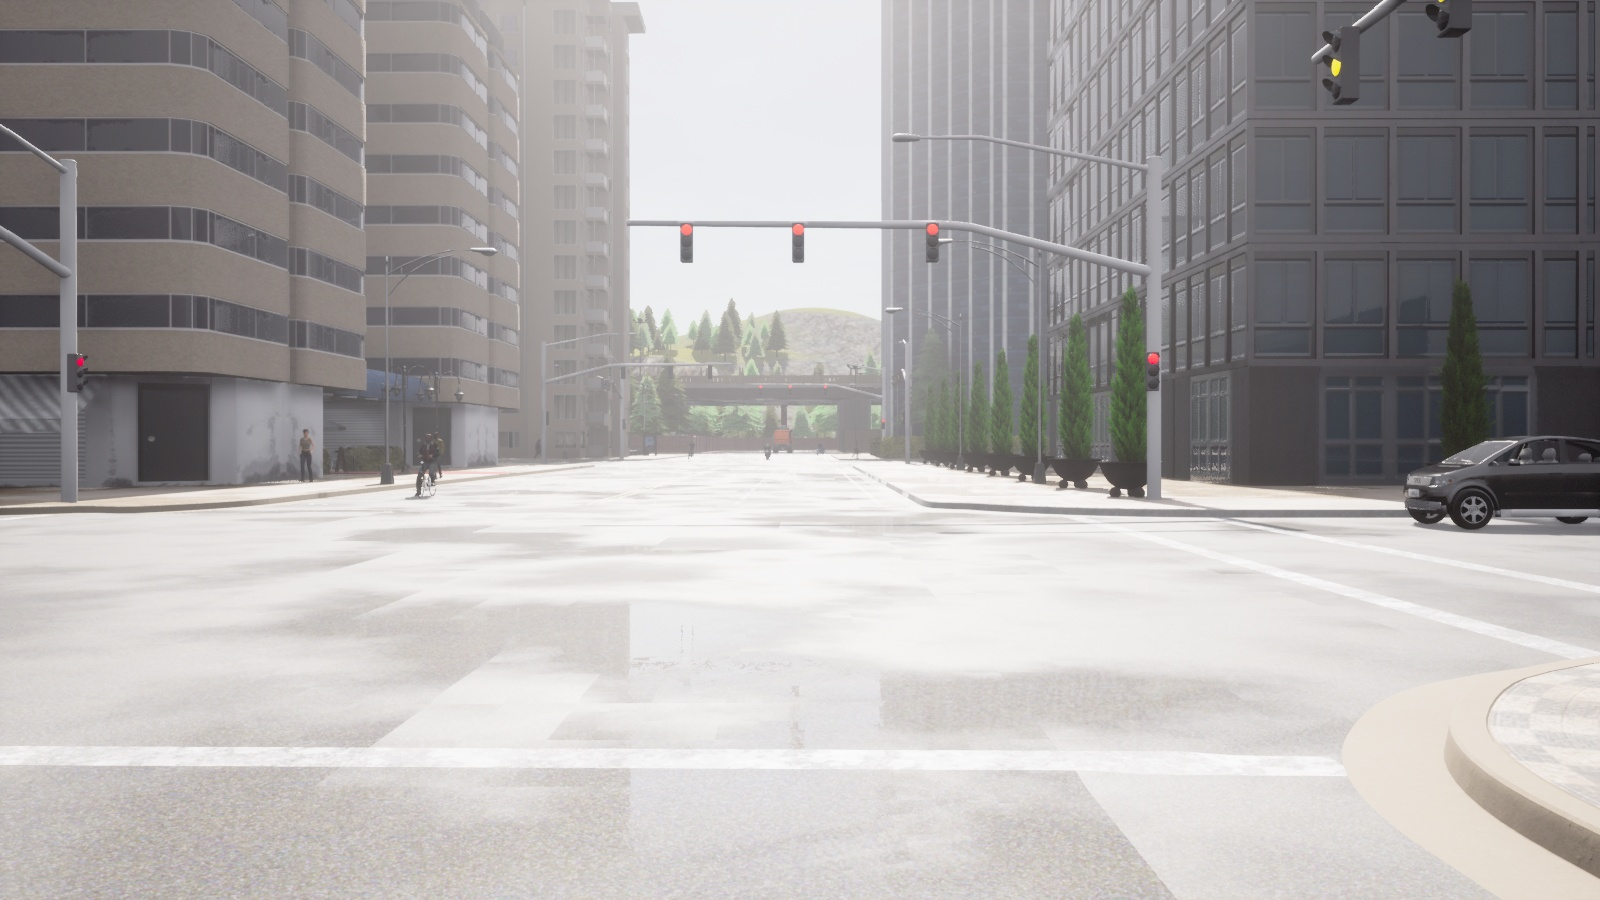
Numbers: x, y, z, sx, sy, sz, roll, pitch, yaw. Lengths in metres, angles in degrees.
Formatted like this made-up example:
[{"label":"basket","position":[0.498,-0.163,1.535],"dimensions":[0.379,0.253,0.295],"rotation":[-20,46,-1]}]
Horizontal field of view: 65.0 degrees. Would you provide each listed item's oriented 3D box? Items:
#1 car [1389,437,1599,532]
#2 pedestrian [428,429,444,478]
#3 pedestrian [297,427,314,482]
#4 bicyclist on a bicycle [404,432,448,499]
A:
[{"label":"car","position":[12.269,0.559,21.319],"dimensions":[3.705,1.549,1.789],"rotation":[0,0,1]},{"label":"pedestrian","position":[-13.776,0.122,47.568],"dimensions":[0.370,1.835,0.726],"rotation":[0,0,2]},{"label":"pedestrian","position":[-16.814,0.150,42.718],"dimensions":[0.345,1.836,0.594],"rotation":[0,0,-1]},{"label":"bicyclist on a bicycle","position":[-10.291,0.413,34.589],"dimensions":[0.659,1.776,1.843],"rotation":[0,0,0]}]
